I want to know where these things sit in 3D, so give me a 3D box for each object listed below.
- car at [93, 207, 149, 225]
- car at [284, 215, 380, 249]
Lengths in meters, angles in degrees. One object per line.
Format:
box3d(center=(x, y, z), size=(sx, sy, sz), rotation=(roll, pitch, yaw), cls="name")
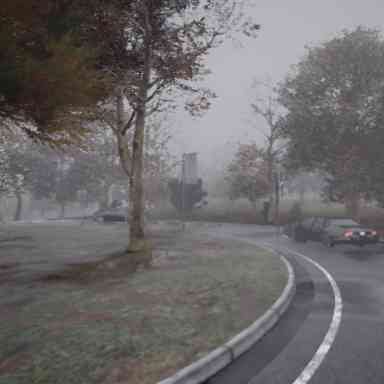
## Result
box3d(center=(-6.173, 2.025, 28.824), size=(4.902, 1.511, 2.128), rotation=(0, -1, 16), cls="car")
box3d(center=(6.578, 1.853, 16.410), size=(2.033, 1.411, 5.357), rotation=(0, -1, -13), cls="car")
